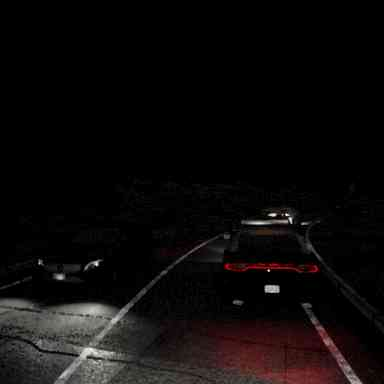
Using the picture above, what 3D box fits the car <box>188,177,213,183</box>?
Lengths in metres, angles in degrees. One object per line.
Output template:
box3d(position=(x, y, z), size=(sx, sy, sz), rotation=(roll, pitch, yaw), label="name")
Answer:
box3d(position=(0.851, -1.951, 62.975), size=(4.892, 1.521, 2.231), rotation=(2, -5, -30), label="car")

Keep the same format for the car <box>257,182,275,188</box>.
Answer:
box3d(position=(14.925, -1.370, 71.794), size=(4.553, 1.767, 2.185), rotation=(3, -5, -33), label="car")

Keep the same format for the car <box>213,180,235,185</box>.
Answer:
box3d(position=(5.612, -1.687, 65.812), size=(4.674, 1.452, 2.002), rotation=(3, -5, -31), label="car")

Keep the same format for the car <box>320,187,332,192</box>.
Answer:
box3d(position=(32.861, -0.281, 85.000), size=(4.553, 1.767, 2.185), rotation=(4, -6, -38), label="car")

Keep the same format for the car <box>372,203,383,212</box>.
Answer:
box3d(position=(28.383, 2.231, 48.636), size=(4.181, 1.385, 1.994), rotation=(0, -4, -29), label="car")

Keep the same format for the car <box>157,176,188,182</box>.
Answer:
box3d(position=(-3.937, -2.149, 60.236), size=(4.892, 1.521, 2.231), rotation=(2, -5, -30), label="car")

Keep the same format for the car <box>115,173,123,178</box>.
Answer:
box3d(position=(-13.438, -2.642, 54.831), size=(4.553, 1.767, 2.185), rotation=(2, -5, -30), label="car")

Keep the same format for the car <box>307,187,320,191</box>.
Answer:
box3d(position=(28.439, -0.457, 81.508), size=(4.892, 1.521, 2.231), rotation=(3, -6, -37), label="car")

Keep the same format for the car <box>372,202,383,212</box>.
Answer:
box3d(position=(32.014, 2.450, 54.617), size=(5.008, 1.535, 1.882), rotation=(1, -4, -29), label="car")

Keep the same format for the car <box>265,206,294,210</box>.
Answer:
box3d(position=(4.183, 1.567, 17.520), size=(1.801, 1.575, 5.366), rotation=(-2, -1, 19), label="car")

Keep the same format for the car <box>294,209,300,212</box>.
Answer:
box3d(position=(6.263, 1.702, 22.654), size=(1.812, 1.442, 4.674), rotation=(-2, -2, 25), label="car")

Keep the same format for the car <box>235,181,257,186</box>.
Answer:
box3d(position=(10.311, -1.490, 68.757), size=(5.008, 1.535, 2.097), rotation=(3, -5, -32), label="car")

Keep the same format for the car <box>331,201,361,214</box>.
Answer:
box3d(position=(19.316, 1.881, 41.751), size=(4.553, 1.767, 2.097), rotation=(1, -4, -41), label="car")

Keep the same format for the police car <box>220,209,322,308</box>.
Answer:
box3d(position=(1.783, 1.454, 8.192), size=(1.930, 1.638, 5.238), rotation=(-1, 0, 10), label="police car")

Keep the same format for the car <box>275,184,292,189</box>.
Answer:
box3d(position=(19.634, -0.953, 75.033), size=(4.792, 1.488, 2.163), rotation=(3, -6, -35), label="car")

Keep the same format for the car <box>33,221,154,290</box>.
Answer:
box3d(position=(-2.450, 1.613, 9.561), size=(1.812, 1.442, 4.674), rotation=(-1, -1, 11), label="car")

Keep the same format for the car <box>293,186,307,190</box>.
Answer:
box3d(position=(24.111, -0.683, 78.250), size=(4.674, 1.452, 2.002), rotation=(3, -6, -36), label="car")
